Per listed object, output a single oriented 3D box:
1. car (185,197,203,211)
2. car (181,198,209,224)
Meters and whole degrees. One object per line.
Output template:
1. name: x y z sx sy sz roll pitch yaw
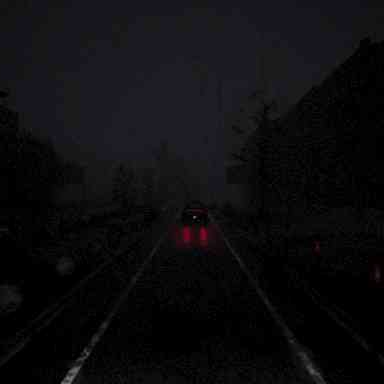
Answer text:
1. car: 0.293 1.483 42.311 2.128 1.511 4.902 0 0 0
2. car: 0.212 1.486 24.930 2.128 1.511 4.902 0 0 0
